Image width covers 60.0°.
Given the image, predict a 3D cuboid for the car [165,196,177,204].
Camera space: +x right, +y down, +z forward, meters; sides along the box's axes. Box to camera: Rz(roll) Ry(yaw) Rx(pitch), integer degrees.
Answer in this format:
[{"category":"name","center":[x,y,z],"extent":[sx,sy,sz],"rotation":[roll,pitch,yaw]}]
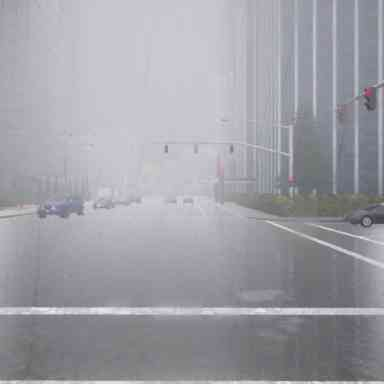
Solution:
[{"category":"car","center":[-4.163,1.601,65.041],"extent":[1.895,1.301,4.718],"rotation":[0,0,0]}]

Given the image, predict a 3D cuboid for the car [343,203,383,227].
[{"category":"car","center":[12.626,1.505,22.122],"extent":[4.892,1.490,1.837],"rotation":[0,0,0]}]

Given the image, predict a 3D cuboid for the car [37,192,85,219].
[{"category":"car","center":[-11.428,1.222,29.483],"extent":[2.150,2.045,5.566],"rotation":[0,0,4]}]

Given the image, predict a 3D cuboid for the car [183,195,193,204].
[{"category":"car","center":[-0.766,1.526,65.381],"extent":[1.812,1.442,4.674],"rotation":[0,0,0]}]

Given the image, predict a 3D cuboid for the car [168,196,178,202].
[{"category":"car","center":[-4.350,1.540,75.301],"extent":[2.033,1.411,5.357],"rotation":[0,0,0]}]

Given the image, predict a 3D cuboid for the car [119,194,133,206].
[{"category":"car","center":[-11.244,1.525,53.942],"extent":[1.812,1.442,4.674],"rotation":[0,0,0]}]

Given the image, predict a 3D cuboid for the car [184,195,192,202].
[{"category":"car","center":[-0.854,1.387,75.632],"extent":[1.882,1.535,5.008],"rotation":[0,0,0]}]

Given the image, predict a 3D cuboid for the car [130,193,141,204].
[{"category":"car","center":[-11.296,1.222,65.015],"extent":[2.150,2.045,5.566],"rotation":[0,0,0]}]

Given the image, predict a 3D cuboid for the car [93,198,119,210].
[{"category":"car","center":[-11.158,1.493,42.228],"extent":[2.128,1.511,4.902],"rotation":[0,0,0]}]

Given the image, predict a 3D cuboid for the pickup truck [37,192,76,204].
[{"category":"pickup truck","center":[-24.342,1.059,60.073],"extent":[2.390,2.098,6.274],"rotation":[0,0,30]}]
